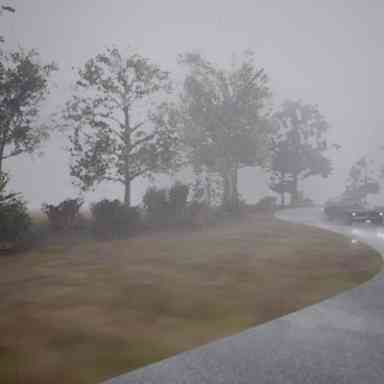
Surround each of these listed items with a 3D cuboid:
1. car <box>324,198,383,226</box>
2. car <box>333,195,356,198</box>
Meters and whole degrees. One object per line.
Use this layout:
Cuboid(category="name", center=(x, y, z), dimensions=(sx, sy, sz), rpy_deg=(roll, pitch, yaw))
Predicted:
Cuboid(category="car", center=(9.751, 1.272, 20.360), dimensions=(1.895, 1.301, 4.718), rpy_deg=(-1, 1, 4))
Cuboid(category="car", center=(16.056, 1.003, 35.360), dimensions=(4.181, 1.385, 1.994), rpy_deg=(-1, 0, -30))
